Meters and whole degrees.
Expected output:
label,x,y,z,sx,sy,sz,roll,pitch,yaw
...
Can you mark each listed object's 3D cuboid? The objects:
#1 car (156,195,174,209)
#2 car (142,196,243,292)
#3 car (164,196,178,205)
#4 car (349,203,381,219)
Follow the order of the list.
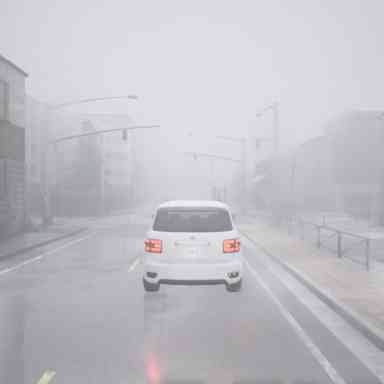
label,x,y,z,sx,sy,sz,roll,pitch,yaw
car,-3.703,1.350,46.586,2.097,1.767,4.553,0,0,0
car,0.033,1.221,9.074,2.150,2.045,5.566,0,0,1
car,-3.707,1.489,59.893,2.128,1.511,4.902,0,0,0
car,16.648,1.739,30.262,4.181,1.385,1.994,0,0,0
